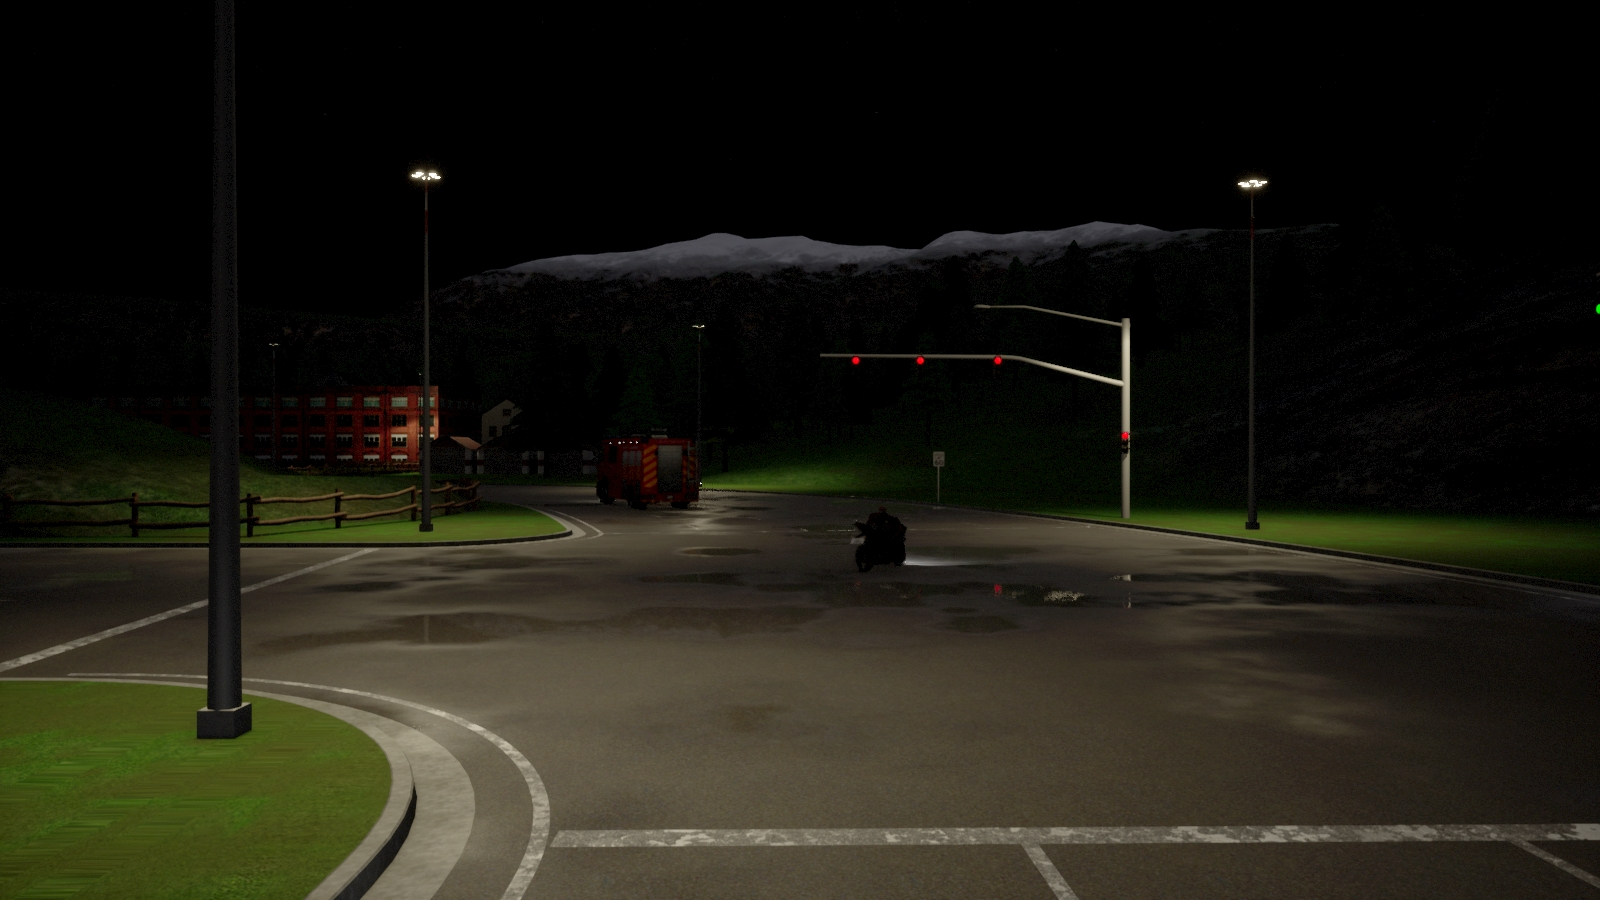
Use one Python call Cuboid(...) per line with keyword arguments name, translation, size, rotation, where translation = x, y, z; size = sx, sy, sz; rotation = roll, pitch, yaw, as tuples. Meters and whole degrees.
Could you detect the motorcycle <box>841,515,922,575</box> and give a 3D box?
Cuboid(name="motorcycle", translation=(1.944, 2.204, 26.866), size=(0.867, 1.251, 2.209), rotation=(-3, -2, 34))
